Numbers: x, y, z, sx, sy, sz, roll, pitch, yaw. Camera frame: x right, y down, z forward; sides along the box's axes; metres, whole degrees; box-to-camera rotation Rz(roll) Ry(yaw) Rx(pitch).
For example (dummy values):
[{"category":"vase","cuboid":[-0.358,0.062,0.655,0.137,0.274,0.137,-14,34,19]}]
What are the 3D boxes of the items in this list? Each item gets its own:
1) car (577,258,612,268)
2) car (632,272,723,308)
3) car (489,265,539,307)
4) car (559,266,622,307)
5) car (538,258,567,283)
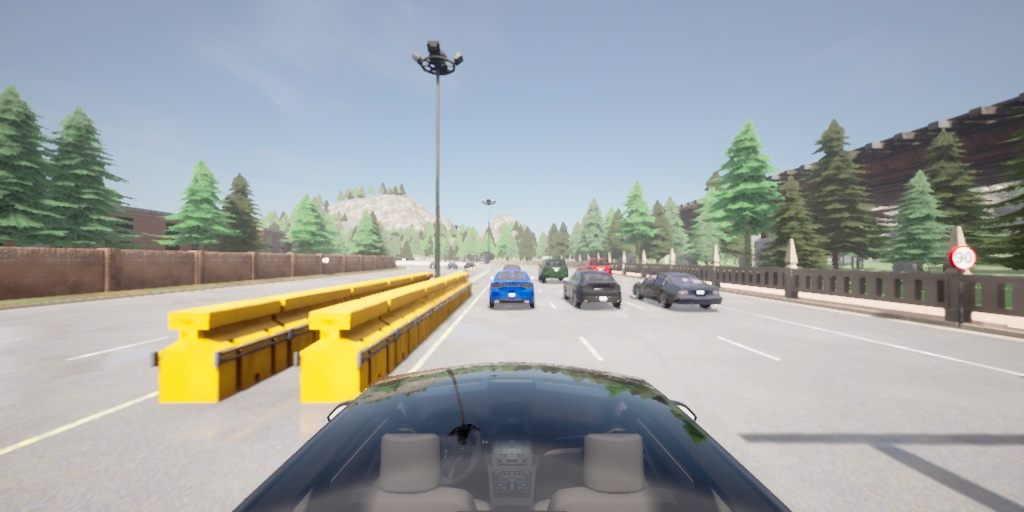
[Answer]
[{"category":"car","cuboid":[6.998,1.233,30.871,2.150,2.045,5.566,0,0,0]},{"category":"car","cuboid":[6.999,1.426,15.834,2.033,1.411,5.357,0,0,0]},{"category":"car","cuboid":[0.003,1.361,16.328,1.882,1.535,5.008,0,0,0]},{"category":"car","cuboid":[3.502,1.390,16.163,1.837,1.490,4.892,0,0,0]},{"category":"car","cuboid":[3.498,1.233,30.868,2.150,2.045,5.566,0,0,0]}]
